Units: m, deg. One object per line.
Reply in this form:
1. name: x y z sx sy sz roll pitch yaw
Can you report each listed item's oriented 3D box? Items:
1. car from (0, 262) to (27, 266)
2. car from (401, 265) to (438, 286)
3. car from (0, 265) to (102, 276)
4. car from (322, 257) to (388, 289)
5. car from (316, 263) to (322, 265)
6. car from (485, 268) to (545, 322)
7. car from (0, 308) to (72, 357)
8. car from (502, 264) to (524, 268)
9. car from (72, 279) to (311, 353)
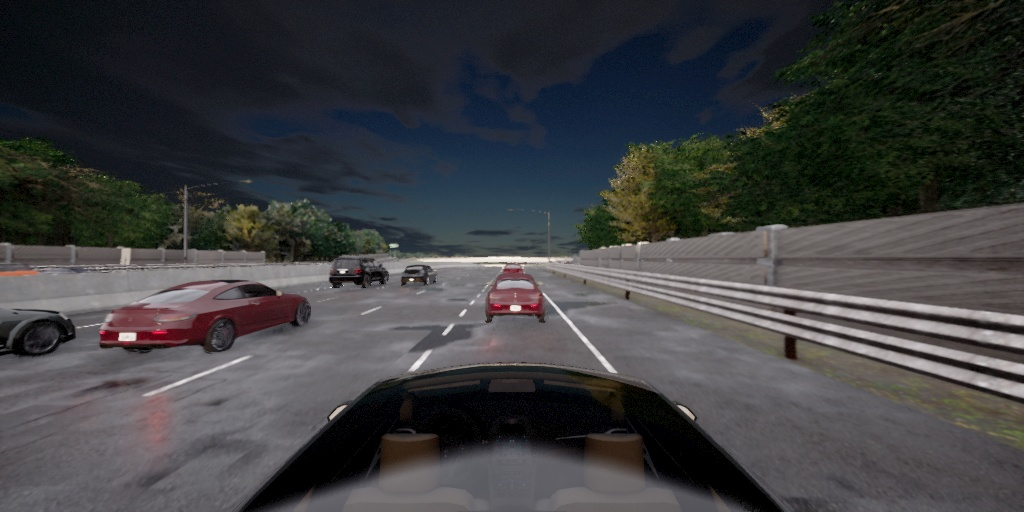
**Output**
1. car: -31.596 1.203 21.350 2.097 1.767 4.553 0 0 0
2. car: -6.899 1.406 27.032 1.837 1.490 4.892 0 0 0
3. car: -28.097 1.426 22.510 1.994 1.385 4.181 0 -1 0
4. car: -10.400 1.103 24.697 2.150 2.045 5.566 0 0 0
5. car: -21.061 1.536 39.991 1.812 1.442 4.674 0 -1 0
6. car: 0.100 1.313 12.355 1.812 1.442 4.674 0 0 0
7. car: -10.400 1.323 5.934 1.994 1.385 4.181 0 0 0
8. car: 0.102 1.428 32.803 1.882 1.535 5.008 0 0 0
9. car: -6.899 1.295 8.736 1.812 1.442 4.674 0 0 0
